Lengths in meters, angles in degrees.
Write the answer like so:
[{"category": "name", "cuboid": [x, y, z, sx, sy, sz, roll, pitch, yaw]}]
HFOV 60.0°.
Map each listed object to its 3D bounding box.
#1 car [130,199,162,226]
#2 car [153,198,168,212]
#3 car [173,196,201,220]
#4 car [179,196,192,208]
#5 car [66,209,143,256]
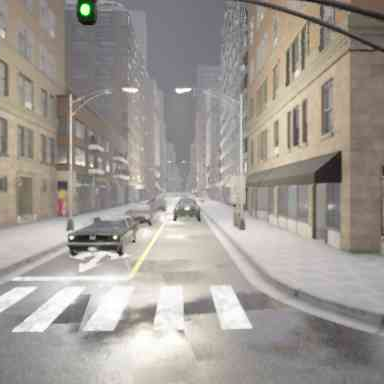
[{"category": "car", "cuboid": [-3.506, 1.496, 23.453, 2.033, 1.411, 5.357, 0, 0, -1]}, {"category": "car", "cuboid": [-3.768, 1.422, 36.935, 1.837, 1.490, 4.892, 0, 1, -1]}, {"category": "car", "cuboid": [-0.411, 1.289, 27.076, 2.097, 1.767, 4.553, 0, 0, -1]}, {"category": "car", "cuboid": [-0.924, 1.401, 47.508, 1.837, 1.490, 4.892, 0, 1, -1]}, {"category": "car", "cuboid": [-3.295, 1.574, 13.118, 1.895, 1.301, 4.718, 0, 0, -1]}]
